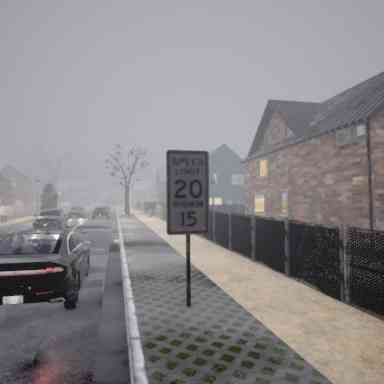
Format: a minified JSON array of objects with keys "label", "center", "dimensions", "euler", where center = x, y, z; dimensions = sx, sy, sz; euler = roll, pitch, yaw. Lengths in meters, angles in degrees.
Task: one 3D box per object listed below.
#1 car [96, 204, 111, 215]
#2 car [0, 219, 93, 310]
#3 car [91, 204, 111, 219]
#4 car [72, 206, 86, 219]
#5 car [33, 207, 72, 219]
[{"label":"car","center":[-12.663,2.455,47.760],"dimensions":[1.882,1.535,5.008],"euler":[0,-1,-13]},{"label":"car","center":[-3.509,1.626,7.893],"dimensions":[2.128,1.511,4.902],"euler":[0,-1,-13]},{"label":"car","center":[-10.315,2.259,37.739],"dimensions":[1.837,1.490,4.892],"euler":[0,-1,-13]},{"label":"car","center":[-13.555,2.346,39.247],"dimensions":[2.033,1.411,5.357],"euler":[0,-1,-12]},{"label":"car","center":[-10.153,1.980,24.110],"dimensions":[1.837,1.490,4.892],"euler":[0,-1,-13]}]
